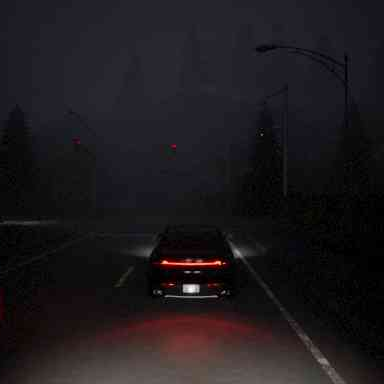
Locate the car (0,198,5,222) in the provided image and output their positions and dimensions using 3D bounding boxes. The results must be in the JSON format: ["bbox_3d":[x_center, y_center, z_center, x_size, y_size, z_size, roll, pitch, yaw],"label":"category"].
[{"bbox_3d":[-16.429,1.352,24.094,4.553,1.767,2.097,0,0,1],"label":"car"}]

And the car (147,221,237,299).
[{"bbox_3d":[0.026,1.505,8.458,1.837,1.490,4.892,0,0,1],"label":"car"}]

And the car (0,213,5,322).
[{"bbox_3d":[-3.571,1.221,2.149,2.150,2.045,5.566,0,0,0],"label":"car"}]
